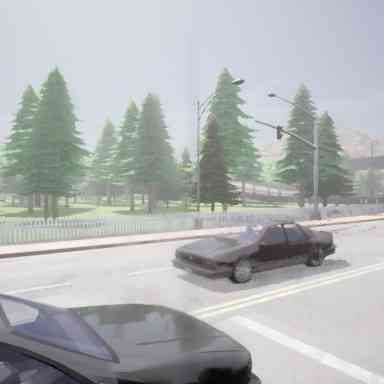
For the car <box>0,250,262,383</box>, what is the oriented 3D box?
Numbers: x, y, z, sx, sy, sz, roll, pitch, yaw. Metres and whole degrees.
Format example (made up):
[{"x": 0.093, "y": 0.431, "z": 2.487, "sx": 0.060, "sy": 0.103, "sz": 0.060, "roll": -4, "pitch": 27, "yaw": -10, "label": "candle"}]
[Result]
[{"x": -1.951, "y": 1.547, "z": 2.374, "sx": 5.357, "sy": 1.411, "sz": 2.033, "roll": 0, "pitch": 0, "yaw": -36, "label": "car"}]

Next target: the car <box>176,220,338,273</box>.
[{"x": 2.078, "y": 1.547, "z": 9.767, "sx": 5.357, "sy": 1.411, "sz": 2.033, "roll": 0, "pitch": 0, "yaw": -35, "label": "car"}]
